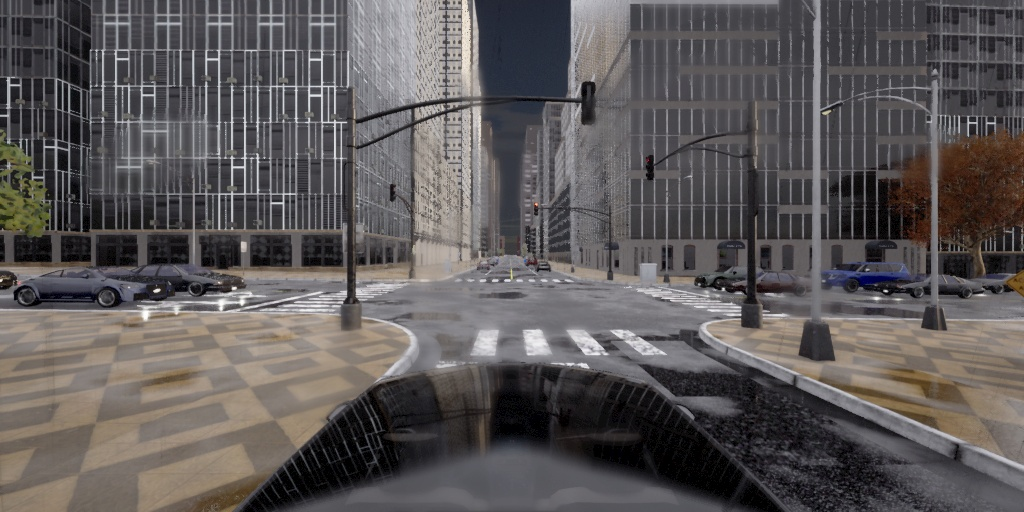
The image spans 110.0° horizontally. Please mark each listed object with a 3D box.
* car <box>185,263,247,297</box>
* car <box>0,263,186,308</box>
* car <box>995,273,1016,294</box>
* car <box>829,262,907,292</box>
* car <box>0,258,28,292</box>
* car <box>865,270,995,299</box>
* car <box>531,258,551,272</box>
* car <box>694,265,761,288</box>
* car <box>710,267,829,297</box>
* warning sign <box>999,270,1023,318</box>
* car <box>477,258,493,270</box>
[{"bbox_3d":[-15.357,1.040,16.408,5.357,1.411,2.033,1,0,0],"label":"car"},{"bbox_3d":[-15.083,1.063,13.133,4.181,1.385,1.994,1,0,-3],"label":"car"},{"bbox_3d":[34.886,1.948,25.423,5.357,1.411,2.033,1,0,-2],"label":"car"},{"bbox_3d":[24.333,1.433,24.933,5.566,2.045,2.150,1,0,-3],"label":"car"},{"bbox_3d":[-25.279,0.816,15.914,4.892,1.490,1.837,1,0,-3],"label":"car"},{"bbox_3d":[25.181,1.775,21.721,5.357,1.411,2.033,1,0,-3],"label":"car"},{"bbox_3d":[3.912,1.329,45.690,1.948,1.339,4.313,0,0,0],"label":"car"},{"bbox_3d":[14.990,1.396,24.498,4.553,1.767,2.097,1,0,-3],"label":"car"},{"bbox_3d":[15.122,1.595,21.250,5.357,1.411,2.033,1,0,-3],"label":"car"},{"bbox_3d":[17.271,1.204,11.892,1.060,1.860,1.300,0,0,-3],"label":"warning sign"},{"bbox_3d":[-4.043,1.342,51.180,1.802,1.307,4.207,0,0,0],"label":"car"}]
